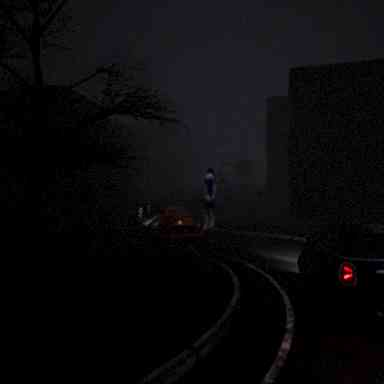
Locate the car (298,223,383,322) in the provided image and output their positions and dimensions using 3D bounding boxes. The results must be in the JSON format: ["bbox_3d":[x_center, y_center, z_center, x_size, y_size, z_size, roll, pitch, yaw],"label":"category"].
[{"bbox_3d":[3.780,1.462,7.431,2.097,1.767,4.553,0,-1,11],"label":"car"}]

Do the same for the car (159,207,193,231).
[{"bbox_3d":[-1.168,1.769,23.149,1.882,1.535,5.008,-1,0,-10],"label":"car"}]
